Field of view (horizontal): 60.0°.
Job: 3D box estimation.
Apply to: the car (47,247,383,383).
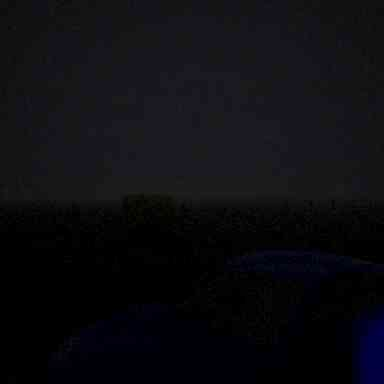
[{"bbox_3d":[1.025,1.480,3.799,5.008,1.535,1.882,0,0,-36],"label":"car"}]
